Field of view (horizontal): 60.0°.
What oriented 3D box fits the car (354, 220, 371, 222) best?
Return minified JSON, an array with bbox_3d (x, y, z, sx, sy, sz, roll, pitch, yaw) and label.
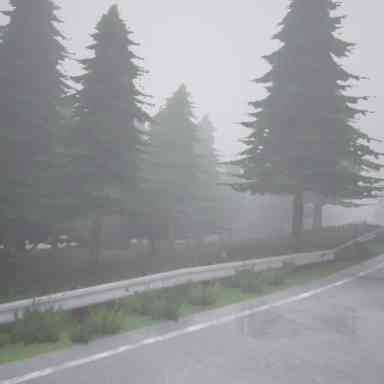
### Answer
[{"bbox_3d":[17.573,3.542,34.150,1.895,1.301,4.718,3,-7,6],"label":"car"}]
